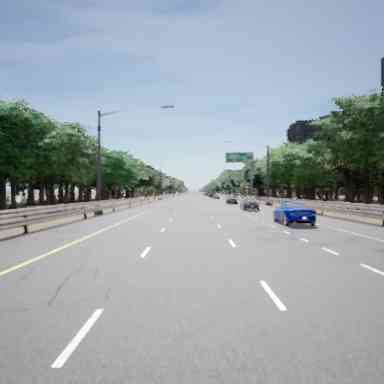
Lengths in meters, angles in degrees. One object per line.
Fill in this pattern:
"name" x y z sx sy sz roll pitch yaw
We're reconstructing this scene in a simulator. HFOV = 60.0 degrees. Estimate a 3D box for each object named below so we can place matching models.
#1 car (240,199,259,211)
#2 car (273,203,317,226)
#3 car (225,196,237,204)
"car" 7.095 1.536 41.184 1.812 1.442 4.674 0 0 0
"car" 7.032 1.498 23.239 1.882 1.535 5.008 0 0 0
"car" 7.209 1.515 61.456 1.812 1.442 4.674 0 0 0
